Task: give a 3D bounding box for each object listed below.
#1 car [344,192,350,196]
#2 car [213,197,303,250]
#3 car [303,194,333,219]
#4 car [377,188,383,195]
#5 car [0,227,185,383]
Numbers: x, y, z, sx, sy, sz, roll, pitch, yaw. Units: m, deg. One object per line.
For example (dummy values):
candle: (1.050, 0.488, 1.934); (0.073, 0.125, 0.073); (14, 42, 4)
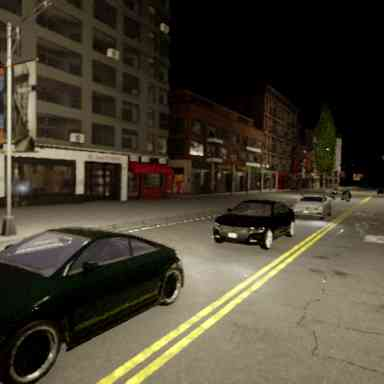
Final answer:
car: (15.745, 0.267, 35.152); (2.128, 1.511, 4.902); (3, 3, 30)
car: (2.539, 1.035, 12.586); (1.882, 1.535, 5.008); (3, 3, 30)
car: (8.098, 0.898, 22.103); (1.812, 1.442, 4.674); (3, 2, 31)
car: (45.537, -0.026, 80.003); (2.033, 1.411, 5.357); (3, 3, 30)
car: (-1.842, 1.280, 5.045); (1.994, 1.385, 4.181); (3, 3, 31)
